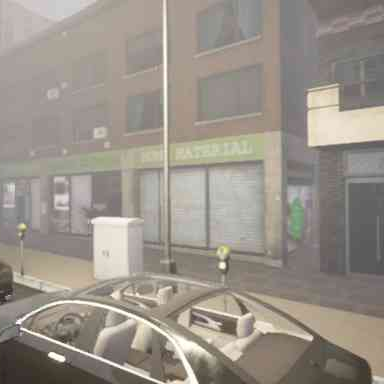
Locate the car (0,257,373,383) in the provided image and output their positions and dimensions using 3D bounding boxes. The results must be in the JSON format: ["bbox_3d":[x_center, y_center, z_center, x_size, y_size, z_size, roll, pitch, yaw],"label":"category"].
[{"bbox_3d":[-0.622,1.539,3.333,4.403,1.369,2.008,0,-1,36],"label":"car"}]
